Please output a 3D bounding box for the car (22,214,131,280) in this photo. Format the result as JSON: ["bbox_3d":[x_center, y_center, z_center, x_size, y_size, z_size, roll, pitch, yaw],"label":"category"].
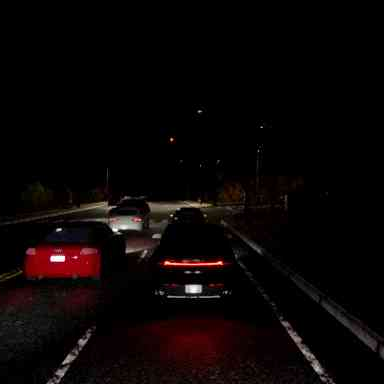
[{"bbox_3d":[-3.259,1.570,9.978,1.994,1.385,4.181,0,0,-1],"label":"car"}]

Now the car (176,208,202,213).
[{"bbox_3d":[-0.179,1.561,17.853,2.033,1.411,5.357,0,0,-2],"label":"car"}]

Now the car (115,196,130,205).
[{"bbox_3d":[-12.928,1.615,61.982,2.128,1.511,4.902,0,0,-5],"label":"car"}]

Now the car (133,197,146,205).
[{"bbox_3d":[-9.589,1.684,61.081,1.994,1.385,4.181,0,0,-5],"label":"car"}]

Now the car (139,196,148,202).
[{"bbox_3d":[-11.796,1.731,81.193,2.128,1.511,4.902,0,0,-7],"label":"car"}]

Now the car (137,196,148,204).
[{"bbox_3d":[-10.556,1.684,71.054,2.128,1.511,4.902,0,0,-6],"label":"car"}]

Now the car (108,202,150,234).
[{"bbox_3d":[-3.479,1.540,18.722,1.812,1.442,4.674,0,0,-3],"label":"car"}]

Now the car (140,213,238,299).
[{"bbox_3d":[0.013,1.509,8.446,1.837,1.490,4.892,0,0,0],"label":"car"}]

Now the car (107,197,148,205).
[{"bbox_3d":[-5.655,1.487,30.339,1.812,1.442,4.674,-1,1,26],"label":"car"}]

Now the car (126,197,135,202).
[{"bbox_3d":[-15.171,1.806,81.953,1.895,1.301,4.718,0,0,-8],"label":"car"}]

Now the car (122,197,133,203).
[{"bbox_3d":[-13.901,1.714,71.708,1.994,1.385,4.181,0,0,-7],"label":"car"}]

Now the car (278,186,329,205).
[{"bbox_3d":[12.799,0.408,38.344,5.566,2.045,2.150,-3,0,-2],"label":"car"}]
